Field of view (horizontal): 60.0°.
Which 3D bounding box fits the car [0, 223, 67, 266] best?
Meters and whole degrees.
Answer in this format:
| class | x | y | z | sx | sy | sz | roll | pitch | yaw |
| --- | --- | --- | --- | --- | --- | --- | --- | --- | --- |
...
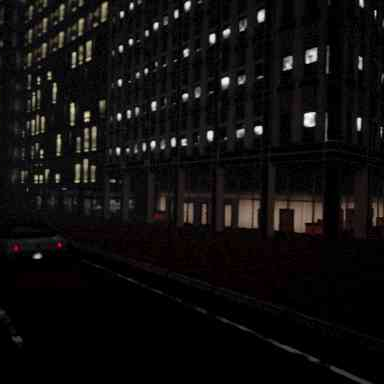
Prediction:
| class | x | y | z | sx | sy | sz | roll | pitch | yaw |
| --- | --- | --- | --- | --- | --- | --- | --- | --- | --- |
| car | -6.368 | 1.799 | 12.425 | 1.895 | 1.301 | 4.718 | 2 | -2 | -39 |
